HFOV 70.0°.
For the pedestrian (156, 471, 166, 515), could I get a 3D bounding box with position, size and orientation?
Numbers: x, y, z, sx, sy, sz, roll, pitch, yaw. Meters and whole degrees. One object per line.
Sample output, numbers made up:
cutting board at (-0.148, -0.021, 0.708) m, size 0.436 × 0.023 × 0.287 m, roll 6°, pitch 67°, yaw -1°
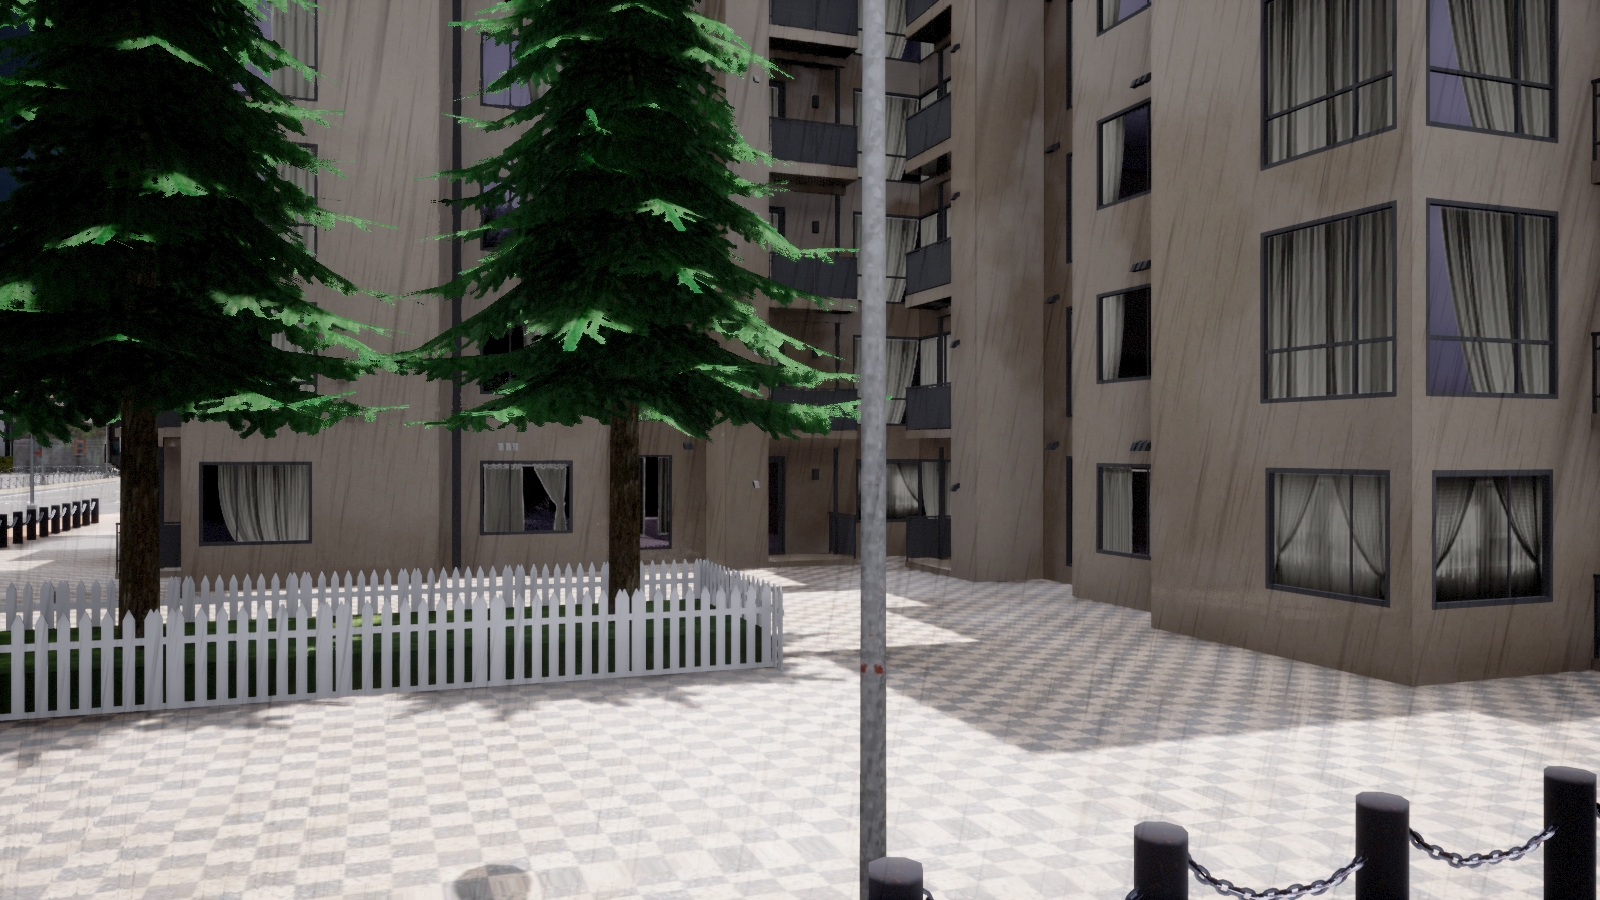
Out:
pedestrian at (-27.342, 1.832, 48.875) m, size 0.375 × 1.860 × 0.375 m, roll 0°, pitch 0°, yaw -31°
